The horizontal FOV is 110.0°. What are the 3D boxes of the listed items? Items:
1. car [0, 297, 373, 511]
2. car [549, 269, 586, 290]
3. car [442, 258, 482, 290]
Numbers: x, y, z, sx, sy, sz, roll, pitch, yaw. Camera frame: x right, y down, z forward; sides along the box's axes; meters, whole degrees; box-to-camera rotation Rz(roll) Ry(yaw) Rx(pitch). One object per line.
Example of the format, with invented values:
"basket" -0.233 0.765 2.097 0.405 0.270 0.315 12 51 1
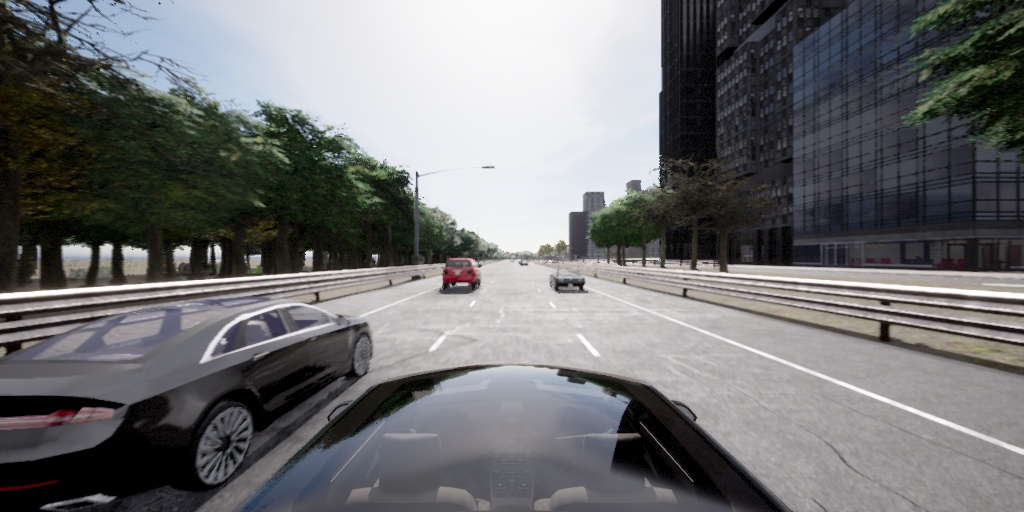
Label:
"car" -3.401 1.268 4.542 2.128 1.511 4.902 0 -1 0
"car" 3.606 1.553 24.291 1.895 1.301 4.718 0 0 0
"car" -3.394 1.180 25.016 2.150 2.045 5.566 0 0 0
